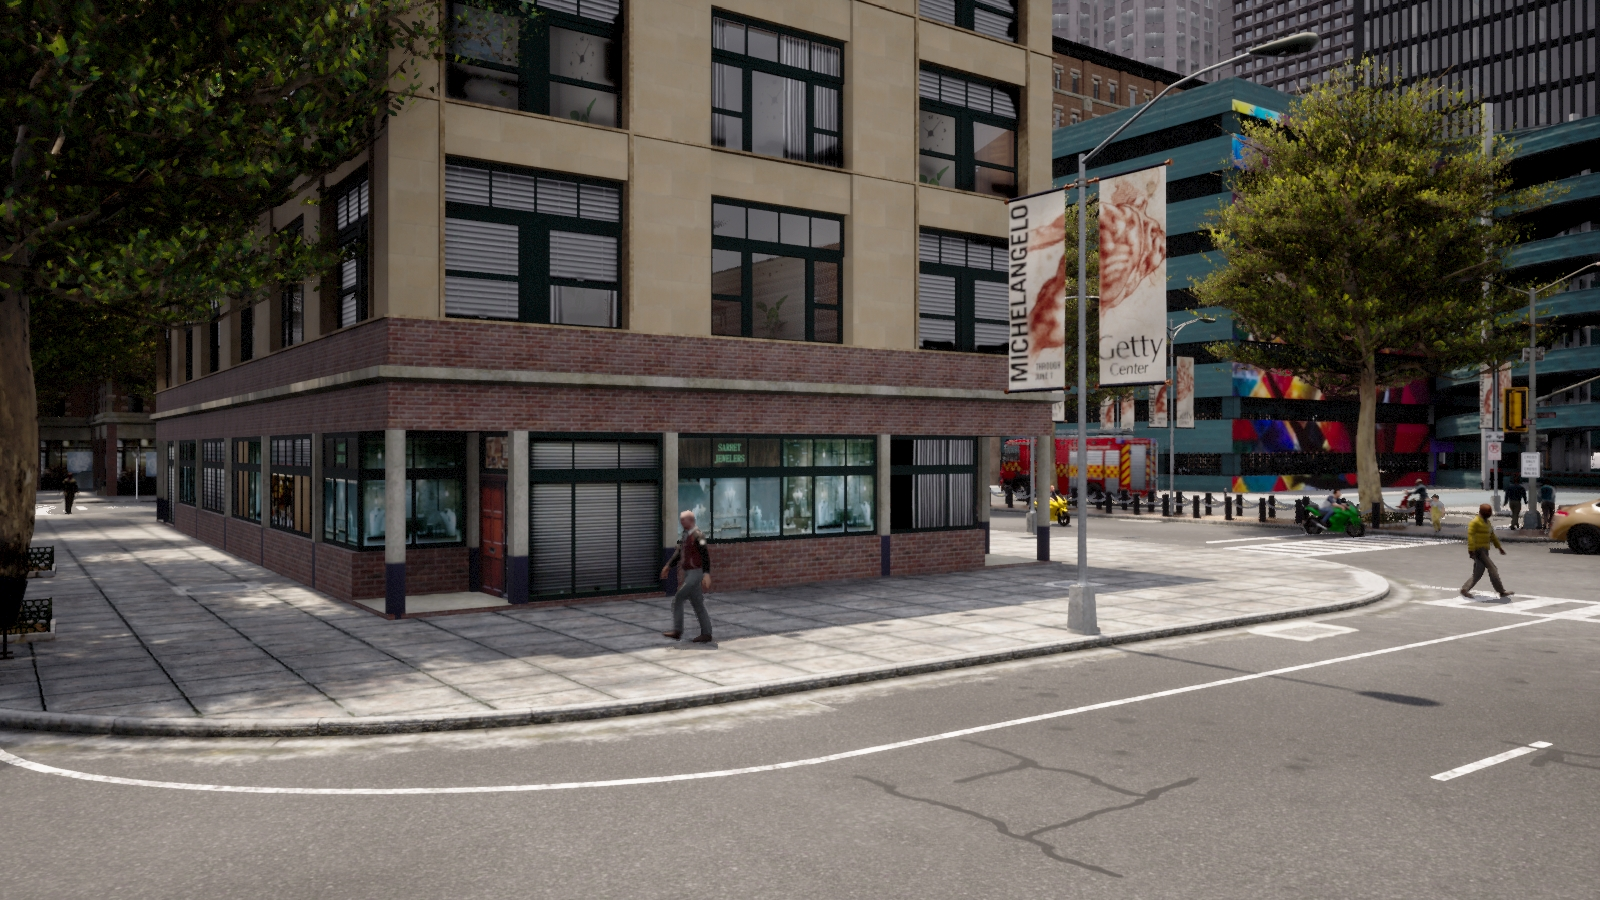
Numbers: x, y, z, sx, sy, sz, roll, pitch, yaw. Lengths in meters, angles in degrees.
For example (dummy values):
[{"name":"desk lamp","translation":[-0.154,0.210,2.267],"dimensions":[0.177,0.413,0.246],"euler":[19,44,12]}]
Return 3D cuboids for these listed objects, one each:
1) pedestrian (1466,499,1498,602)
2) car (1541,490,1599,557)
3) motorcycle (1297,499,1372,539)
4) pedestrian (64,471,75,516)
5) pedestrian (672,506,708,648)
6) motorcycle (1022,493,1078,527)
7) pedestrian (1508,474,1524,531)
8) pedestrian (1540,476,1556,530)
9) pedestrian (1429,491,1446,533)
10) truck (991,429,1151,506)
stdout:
[{"name":"pedestrian","translation":[12.592,1.840,21.092],"dimensions":[0.375,1.860,0.375],"euler":[0,0,-29]},{"name":"car","translation":[22.603,1.977,29.868],"dimensions":[2.152,1.651,5.027],"euler":[0,0,-42]},{"name":"motorcycle","translation":[17.112,2.198,36.639],"dimensions":[0.803,1.145,2.033],"euler":[0,0,-36]},{"name":"pedestrian","translation":[-31.117,1.847,48.652],"dimensions":[0.375,1.860,0.375],"euler":[0,0,-37]},{"name":"pedestrian","translation":[-1.487,1.693,15.412],"dimensions":[0.375,1.860,0.375],"euler":[0,0,-28]},{"name":"motorcycle","translation":[9.194,2.200,42.117],"dimensions":[0.803,1.145,2.033],"euler":[0,0,-33]},{"name":"pedestrian","translation":[23.553,1.728,37.582],"dimensions":[0.375,1.860,0.375],"euler":[0,0,-43]},{"name":"pedestrian","translation":[25.968,1.831,39.682],"dimensions":[0.375,1.860,0.375],"euler":[0,0,-42]},{"name":"pedestrian","translation":[20.367,1.969,36.499],"dimensions":[0.375,1.300,0.375],"euler":[0,0,-37]},{"name":"truck","translation":[14.197,0.871,60.611],"dimensions":[2.891,3.827,8.468],"euler":[0,0,-35]}]
